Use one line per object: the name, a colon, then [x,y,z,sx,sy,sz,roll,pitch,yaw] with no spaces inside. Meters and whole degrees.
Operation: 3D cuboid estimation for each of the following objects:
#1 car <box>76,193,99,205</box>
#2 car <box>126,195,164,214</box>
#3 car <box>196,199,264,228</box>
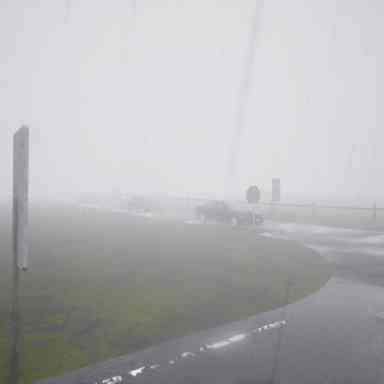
car: [-13.467,0.834,42.555,1.812,1.442,4.674,1,1,-35]
car: [-4.254,1.076,29.564,1.837,1.490,4.892,1,1,-35]
car: [2.219,1.235,20.402,1.882,1.535,5.008,1,1,-34]
